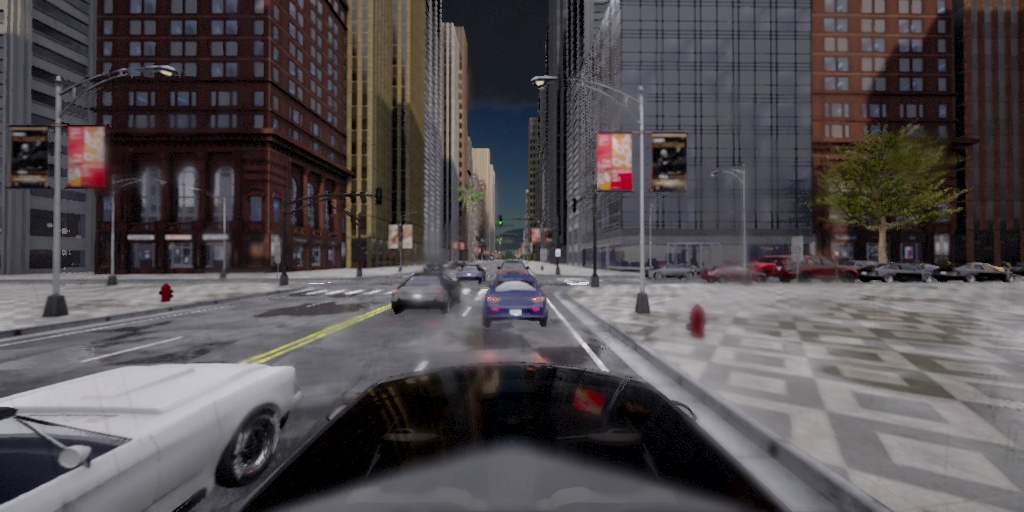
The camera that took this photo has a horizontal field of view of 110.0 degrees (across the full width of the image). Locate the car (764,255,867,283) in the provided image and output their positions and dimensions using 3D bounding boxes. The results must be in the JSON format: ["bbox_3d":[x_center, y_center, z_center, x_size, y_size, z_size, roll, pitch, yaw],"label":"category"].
[{"bbox_3d":[20.953,0.987,24.914,5.009,1.841,2.192,0,0,-1],"label":"car"}]

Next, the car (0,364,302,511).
[{"bbox_3d":[-3.150,1.350,1.649,1.895,1.301,4.718,0,0,0],"label":"car"}]

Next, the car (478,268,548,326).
[{"bbox_3d":[0.099,1.280,11.491,1.812,1.442,4.674,0,0,0],"label":"car"}]

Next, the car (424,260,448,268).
[{"bbox_3d":[-9.846,1.444,45.542,1.994,1.385,4.181,0,0,0],"label":"car"}]

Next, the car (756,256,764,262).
[{"bbox_3d":[22.584,0.945,30.716,5.566,2.045,2.150,0,-1,-1],"label":"car"}]

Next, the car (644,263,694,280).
[{"bbox_3d":[13.282,1.318,30.570,4.181,1.385,1.994,0,-1,-1],"label":"car"}]

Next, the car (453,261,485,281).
[{"bbox_3d":[-3.157,1.353,28.424,1.994,1.385,4.181,0,0,0],"label":"car"}]

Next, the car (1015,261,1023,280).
[{"bbox_3d":[42.797,1.148,27.880,4.892,1.490,1.837,0,-1,-1],"label":"car"}]

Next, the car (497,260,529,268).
[{"bbox_3d":[0.081,1.102,23.669,2.097,1.767,4.553,0,0,0],"label":"car"}]

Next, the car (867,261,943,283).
[{"bbox_3d":[26.590,1.222,25.002,4.313,1.339,1.948,0,0,-1],"label":"car"}]

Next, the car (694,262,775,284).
[{"bbox_3d":[15.314,1.273,24.826,4.207,1.307,1.802,0,0,-1],"label":"car"}]

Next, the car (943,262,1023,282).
[{"bbox_3d":[32.227,1.206,25.090,4.313,1.339,1.948,0,0,-1],"label":"car"}]

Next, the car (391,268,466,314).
[{"bbox_3d":[-3.150,1.322,13.942,1.994,1.385,4.181,0,0,0],"label":"car"}]

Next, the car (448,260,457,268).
[{"bbox_3d":[-9.823,1.423,55.827,2.128,1.511,4.902,0,0,0],"label":"car"}]
